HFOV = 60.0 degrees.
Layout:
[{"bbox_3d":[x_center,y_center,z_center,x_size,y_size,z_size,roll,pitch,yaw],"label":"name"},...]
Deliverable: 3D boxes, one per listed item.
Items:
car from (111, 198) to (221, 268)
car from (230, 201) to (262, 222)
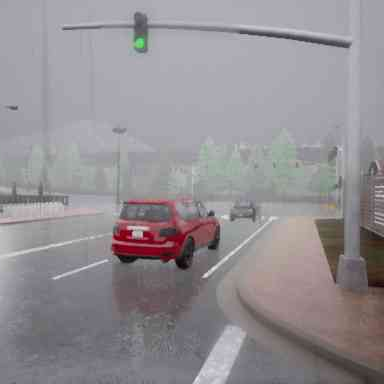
[{"bbox_3d":[-0.590,1.213,11.425,2.150,2.045,5.566,1,0,19],"label":"car"},{"bbox_3d":[4.201,1.435,25.608,2.128,1.511,4.902,1,0,19],"label":"car"}]
